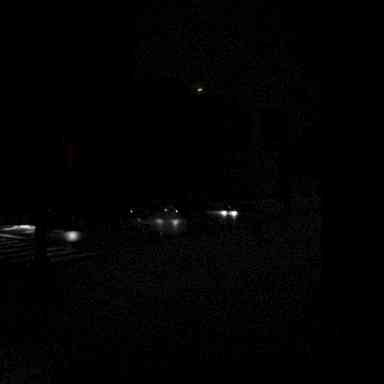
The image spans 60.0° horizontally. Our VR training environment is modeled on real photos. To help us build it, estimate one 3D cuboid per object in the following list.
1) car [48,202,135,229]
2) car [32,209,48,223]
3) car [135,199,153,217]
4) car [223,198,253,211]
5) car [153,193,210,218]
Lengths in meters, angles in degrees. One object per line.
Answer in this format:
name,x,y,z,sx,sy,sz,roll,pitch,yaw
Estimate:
car,-6.300,1.416,21.430,1.882,1.535,5.008,0,0,34
car,-8.902,1.508,23.368,1.994,1.385,4.181,0,0,35
car,-3.785,1.399,30.587,2.128,1.511,4.902,0,0,35
car,5.216,1.419,37.639,1.994,1.385,4.181,0,0,36
car,-0.553,1.118,29.536,2.150,2.045,5.566,0,0,35
